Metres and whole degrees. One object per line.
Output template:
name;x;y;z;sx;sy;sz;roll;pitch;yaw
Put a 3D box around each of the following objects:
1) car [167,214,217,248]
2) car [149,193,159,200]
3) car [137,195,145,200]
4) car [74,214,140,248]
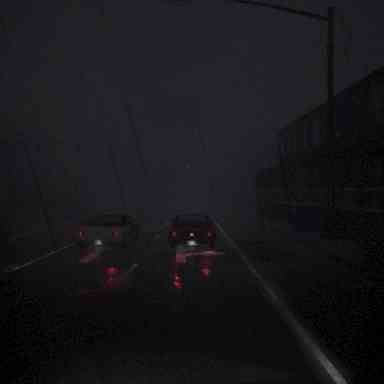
car;0.000;1.615;14.680;1.895;1.301;4.718;0;0;0
car;-10.500;1.201;91.747;2.150;2.045;5.566;0;0;0
car;-14.000;1.476;91.777;1.837;1.490;4.892;0;0;0
car;-3.500;1.615;14.680;1.895;1.301;4.718;0;0;0
